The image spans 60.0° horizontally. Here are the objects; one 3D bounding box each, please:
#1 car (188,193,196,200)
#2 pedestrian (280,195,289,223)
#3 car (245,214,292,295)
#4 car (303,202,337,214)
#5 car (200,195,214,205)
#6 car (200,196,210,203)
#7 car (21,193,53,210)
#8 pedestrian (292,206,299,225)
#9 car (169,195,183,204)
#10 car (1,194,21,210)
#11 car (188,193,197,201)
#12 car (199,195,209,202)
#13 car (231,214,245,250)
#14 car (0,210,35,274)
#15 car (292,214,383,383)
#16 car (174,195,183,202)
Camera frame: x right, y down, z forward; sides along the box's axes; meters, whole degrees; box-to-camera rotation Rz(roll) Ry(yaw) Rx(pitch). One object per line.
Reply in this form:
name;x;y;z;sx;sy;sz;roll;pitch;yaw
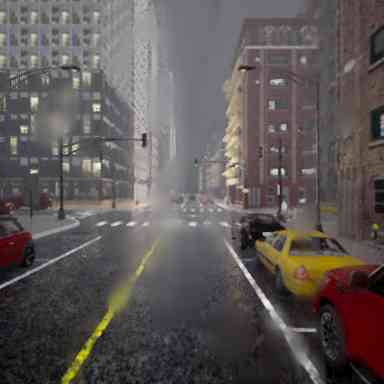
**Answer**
car;0.018;1.088;88.604;2.097;1.767;4.553;0;0;0
pedestrian;6.139;1.108;22.068;0.375;1.860;0.375;0;0;0
car;2.694;1.512;8.497;1.752;1.417;4.829;0;0;0
car;14.650;1.780;36.348;4.829;1.417;1.752;1;-1;0
car;2.752;1.508;56.033;1.802;1.307;4.206;0;0;0
car;2.704;1.466;68.950;2.008;1.369;4.403;0;0;0
car;-17.686;0.973;36.075;5.009;1.841;2.192;1;-1;0
pedestrian;6.543;1.390;20.868;0.375;1.300;0.375;0;0;0
car;-3.019;1.470;59.923;2.033;1.411;5.357;0;0;1
car;-17.553;0.966;27.697;5.009;1.841;2.192;1;-1;0
car;0.015;1.424;78.632;1.812;1.442;4.674;0;0;0
car;2.706;1.461;74.598;2.008;1.369;4.403;0;0;0
car;2.694;1.544;14.010;1.947;1.339;4.313;0;0;0
car;-5.686;1.427;8.326;1.967;1.590;4.097;0;0;0
car;2.693;1.311;2.644;2.192;1.841;5.009;0;0;0
car;-2.986;1.462;75.413;1.994;1.385;4.181;0;0;0
